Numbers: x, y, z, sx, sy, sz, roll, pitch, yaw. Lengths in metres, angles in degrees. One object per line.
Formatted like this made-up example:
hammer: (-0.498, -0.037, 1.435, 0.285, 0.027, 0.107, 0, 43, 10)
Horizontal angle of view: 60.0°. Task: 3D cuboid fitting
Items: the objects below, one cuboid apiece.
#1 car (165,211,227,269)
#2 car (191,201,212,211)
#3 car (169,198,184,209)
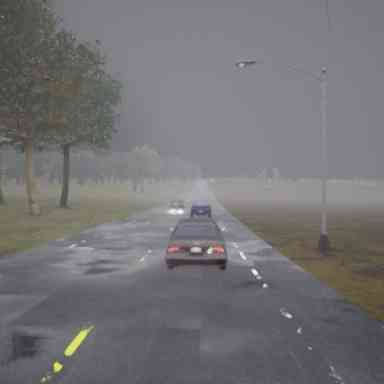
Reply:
car: (0.170, 1.603, 11.404, 2.033, 1.411, 5.357, 0, 0, 1)
car: (0.898, 1.593, 32.379, 1.882, 1.535, 5.008, 0, 0, 3)
car: (-2.131, 1.602, 47.823, 2.128, 1.511, 4.902, 0, 0, 3)
